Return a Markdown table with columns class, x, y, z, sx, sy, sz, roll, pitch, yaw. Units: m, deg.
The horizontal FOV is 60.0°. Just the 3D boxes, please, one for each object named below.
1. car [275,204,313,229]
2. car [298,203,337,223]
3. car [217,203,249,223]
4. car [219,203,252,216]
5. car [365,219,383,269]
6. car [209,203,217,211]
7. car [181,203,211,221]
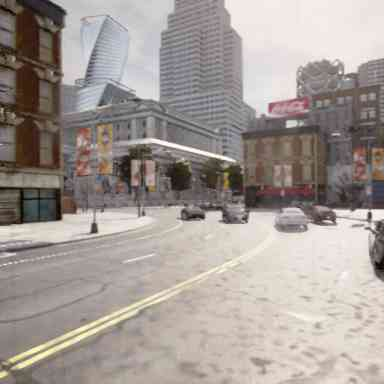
| class | x | y | z | sx | sy | sz | roll | pitch | yaw |
| --- | --- | --- | --- | --- | --- | --- | --- | --- | --- |
| car | 7.240 | 1.885 | 24.433 | 1.812 | 1.442 | 4.674 | -1 | -1 | 8 |
| car | 11.046 | 1.929 | 29.138 | 1.812 | 1.442 | 4.674 | 0 | -1 | 1 |
| car | 3.917 | 1.990 | 30.414 | 2.128 | 1.511 | 4.902 | 0 | -1 | -3 |
| car | 5.350 | 2.174 | 41.789 | 2.128 | 1.511 | 4.902 | 0 | -1 | -18 |
| car | 7.124 | 1.636 | 11.293 | 1.837 | 1.490 | 4.892 | -1 | -1 | 25 |
| car | 5.485 | 2.535 | 56.607 | 1.895 | 1.301 | 4.718 | 0 | -1 | -31 |
| car | 0.034 | 2.160 | 34.694 | 2.033 | 1.411 | 5.357 | 0 | -1 | -11 |
